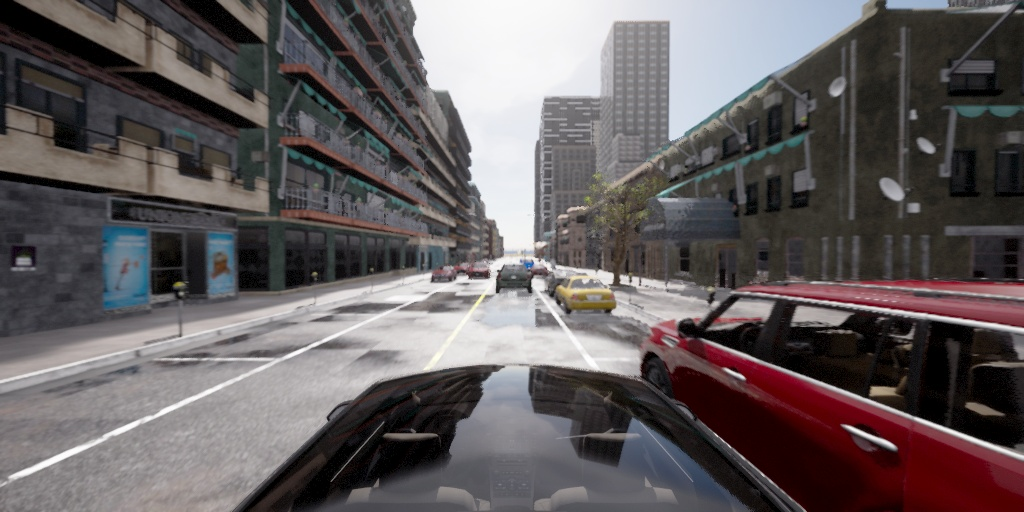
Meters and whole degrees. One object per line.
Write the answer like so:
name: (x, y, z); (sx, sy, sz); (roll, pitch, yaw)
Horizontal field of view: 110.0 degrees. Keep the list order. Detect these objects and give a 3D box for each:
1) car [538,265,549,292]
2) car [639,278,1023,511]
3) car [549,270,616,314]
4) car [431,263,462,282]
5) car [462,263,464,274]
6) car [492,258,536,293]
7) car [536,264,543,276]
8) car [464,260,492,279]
car: (2.699, 1.376, 19.365); (2.007, 1.370, 4.403); (0, 0, 0)
car: (2.657, 1.069, 2.626); (2.192, 1.841, 5.009); (0, 0, 0)
car: (2.684, 1.327, 13.956); (1.751, 1.417, 4.829); (0, 0, 0)
car: (-5.684, 1.453, 30.482); (1.802, 1.307, 4.207); (0, 0, 0)
car: (-5.681, 1.459, 41.642); (1.888, 1.381, 4.507); (0, 0, 0)
car: (0.104, 1.188, 21.748); (2.097, 1.767, 4.553); (0, 0, 0)
car: (2.698, 1.475, 36.105); (1.802, 1.307, 4.207); (0, 0, 0)
car: (-3.067, 1.364, 34.477); (1.882, 1.535, 5.008); (0, 0, 0)
